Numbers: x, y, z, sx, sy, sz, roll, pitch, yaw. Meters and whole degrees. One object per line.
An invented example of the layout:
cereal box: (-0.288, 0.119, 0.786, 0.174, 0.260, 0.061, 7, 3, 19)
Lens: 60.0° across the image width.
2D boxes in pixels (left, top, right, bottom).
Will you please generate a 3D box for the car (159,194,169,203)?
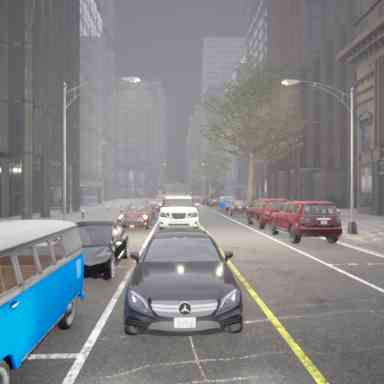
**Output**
car: (-6.537, 1.498, 77.471, 2.192, 1.841, 5.009, 0, 0, -3)

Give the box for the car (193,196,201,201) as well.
car: (1.379, 1.812, 89.178, 1.802, 1.307, 4.206, 0, 0, -3)

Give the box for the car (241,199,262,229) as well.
car: (4.966, 1.339, 21.600, 2.192, 1.841, 5.009, 0, 0, -3)

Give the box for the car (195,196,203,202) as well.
car: (1.669, 1.732, 83.718, 1.752, 1.417, 4.829, 0, 0, -3)

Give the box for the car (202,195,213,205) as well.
car: (3.172, 1.663, 55.388, 1.947, 1.339, 4.313, 0, 0, -3)

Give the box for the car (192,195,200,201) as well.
car: (1.080, 1.696, 94.811, 1.967, 1.590, 4.097, 0, 0, -3)

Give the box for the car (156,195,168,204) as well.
car: (-5.939, 1.454, 66.210, 2.192, 1.841, 5.009, 0, 0, -3)

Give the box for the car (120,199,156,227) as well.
car: (-3.548, 1.463, 21.162, 1.967, 1.590, 4.097, 0, 0, -3)

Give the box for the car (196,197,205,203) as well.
car: (1.978, 1.749, 77.915, 1.947, 1.339, 4.313, 0, 0, -3)

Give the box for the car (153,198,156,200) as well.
car: (-4.444, 1.635, 38.056, 1.802, 1.307, 4.206, 0, 0, -3)

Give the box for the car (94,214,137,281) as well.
car: (-2.950, 1.572, 9.900, 1.947, 1.339, 4.313, 0, 0, -3)

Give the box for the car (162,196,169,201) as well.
car: (-7.433, 1.822, 94.363, 1.947, 1.339, 4.313, 0, 0, -3)

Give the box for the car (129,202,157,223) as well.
car: (-3.847, 1.578, 26.793, 1.887, 1.381, 4.507, 0, 0, -3)

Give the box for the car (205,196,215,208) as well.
car: (3.471, 1.660, 49.758, 1.802, 1.307, 4.206, 0, 0, -3)

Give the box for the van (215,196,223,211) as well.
van: (4.070, 1.394, 38.495, 1.690, 1.788, 3.998, 0, 0, -3)

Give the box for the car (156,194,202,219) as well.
car: (-0.825, 1.243, 20.277, 2.150, 2.045, 5.566, 0, 0, -3)

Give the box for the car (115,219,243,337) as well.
car: (-0.217, 1.530, 6.868, 1.812, 1.442, 4.674, 0, 0, -3)

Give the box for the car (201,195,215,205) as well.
car: (2.874, 1.434, 61.022, 2.192, 1.841, 5.009, 0, 0, -3)

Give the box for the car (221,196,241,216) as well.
car: (4.369, 1.483, 32.863, 1.967, 1.590, 4.097, 0, 0, -3)

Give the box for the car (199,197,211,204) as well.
car: (2.575, 1.685, 66.652, 1.887, 1.381, 4.507, 0, 0, -3)

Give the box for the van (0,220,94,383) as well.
van: (-2.650, 1.343, 4.269, 1.690, 1.788, 3.998, 0, 0, -3)

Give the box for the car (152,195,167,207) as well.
car: (-5.342, 1.412, 54.947, 2.192, 1.841, 5.009, 0, 0, -3)

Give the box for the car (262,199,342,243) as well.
car: (5.265, 1.330, 15.969, 2.192, 1.841, 5.009, 0, 0, -3)
